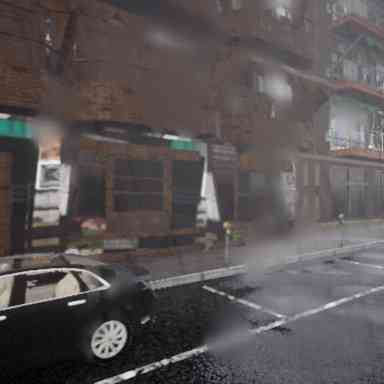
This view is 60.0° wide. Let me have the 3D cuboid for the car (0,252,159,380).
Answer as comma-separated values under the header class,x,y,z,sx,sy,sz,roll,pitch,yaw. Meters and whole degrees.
class,x,y,z,sx,sy,sz,roll,pitch,yaw
car,-2.554,1.551,4.267,4.403,1.369,2.008,0,1,-36
